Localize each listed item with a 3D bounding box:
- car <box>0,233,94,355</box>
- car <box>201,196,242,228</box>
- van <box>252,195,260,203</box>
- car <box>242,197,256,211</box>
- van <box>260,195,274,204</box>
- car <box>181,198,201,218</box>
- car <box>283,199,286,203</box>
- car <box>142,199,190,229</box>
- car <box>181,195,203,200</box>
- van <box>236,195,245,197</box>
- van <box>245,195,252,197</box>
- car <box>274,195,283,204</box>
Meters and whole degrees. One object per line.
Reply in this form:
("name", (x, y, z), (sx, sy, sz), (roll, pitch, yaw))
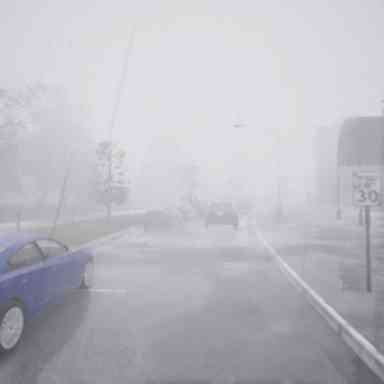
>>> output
("car", (-3.398, 1.492, 6.168), (2.097, 1.535, 5.008), (0, 0, 3))
("car", (2.116, 1.394, 22.649), (2.097, 1.767, 4.553), (0, 0, 9))
("van", (11.224, 1.570, 64.859), (1.878, 1.987, 4.442), (-3, -1, 23))
("car", (6.765, 1.654, 42.548), (1.994, 1.385, 4.181), (-1, 0, 17))
("van", (16.415, 1.691, 74.766), (1.878, 1.987, 4.442), (-3, -1, 28))
("car", (-0.927, 1.558, 27.646), (2.231, 1.521, 4.892), (-3, 0, 10))
("car", (22.249, 2.073, 84.163), (2.002, 1.452, 4.674), (-3, -1, 33))
("car", (-1.873, 1.543, 22.135), (2.231, 1.521, 4.892), (-3, 0, 10))
("car", (0.208, 1.321, 33.157), (2.435, 2.045, 5.566), (-3, 0, 13))
("van", (6.809, 1.470, 54.599), (1.878, 1.987, 4.442), (-3, -1, 22))
("van", (8.935, 1.517, 59.770), (1.878, 1.987, 4.442), (-3, -1, 22))
("car", (19.230, 1.727, 79.494), (2.435, 2.045, 5.566), (-3, -1, 29))
